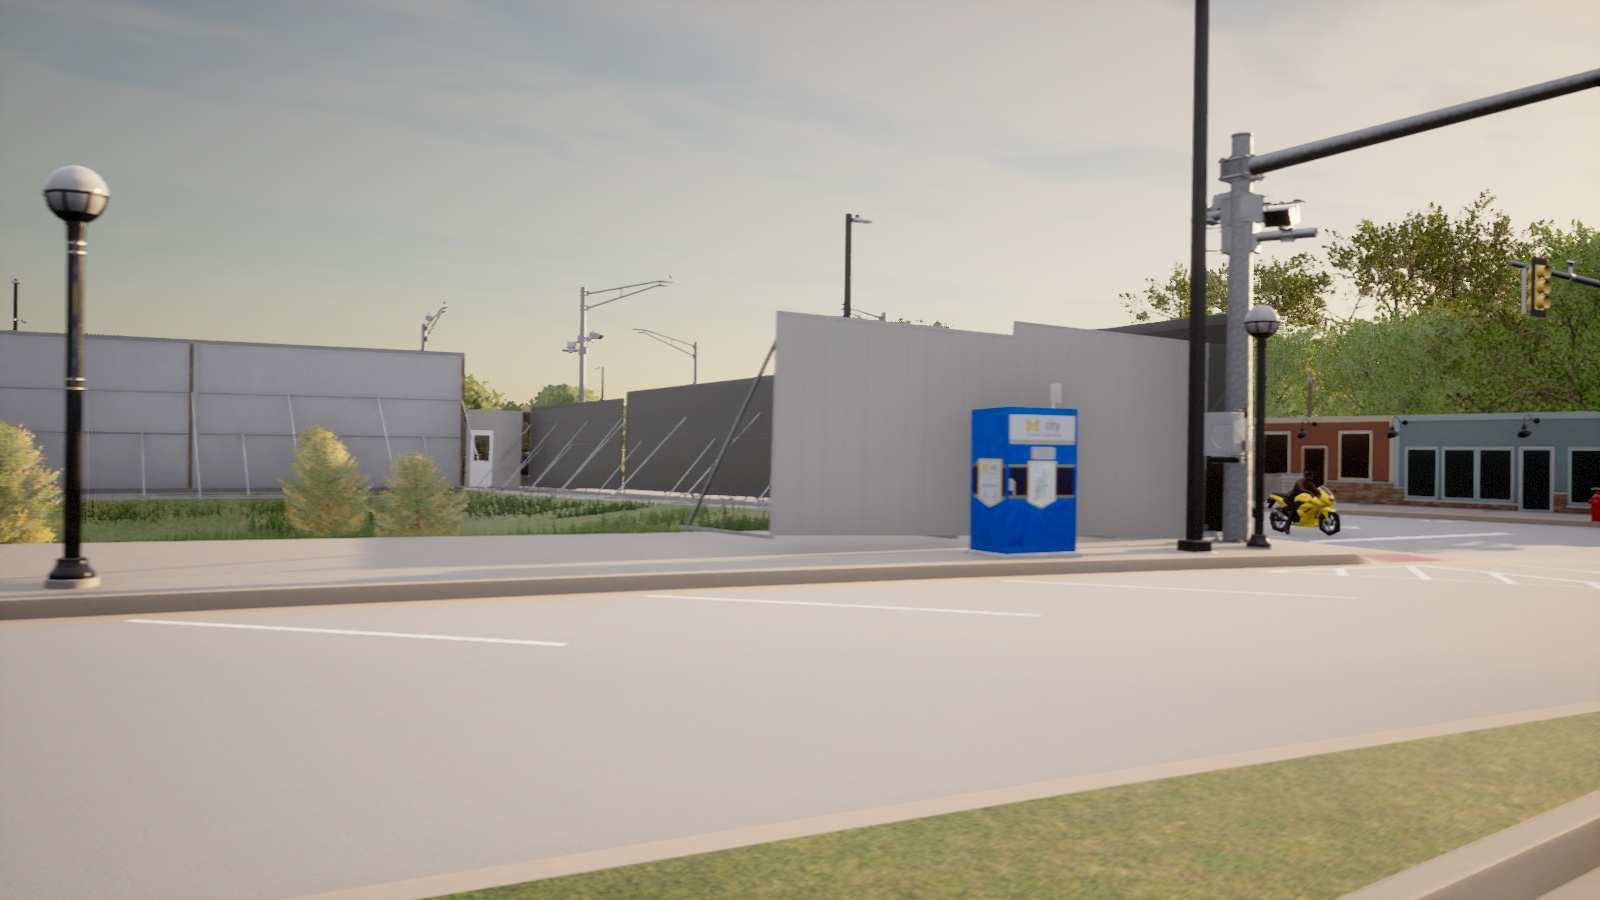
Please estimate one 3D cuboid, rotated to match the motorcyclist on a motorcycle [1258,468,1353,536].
[{"bbox_3d":[11.896,1.192,29.623,0.797,1.523,2.044,0,0,-29],"label":"motorcyclist on a motorcycle"}]
